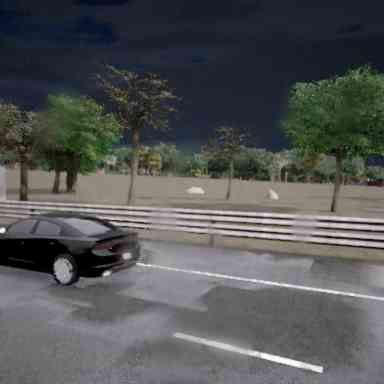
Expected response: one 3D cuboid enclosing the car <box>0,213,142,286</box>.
[{"bbox_3d":[-3.711,1.287,8.827,5.008,1.535,1.882,1,1,26],"label":"car"}]
